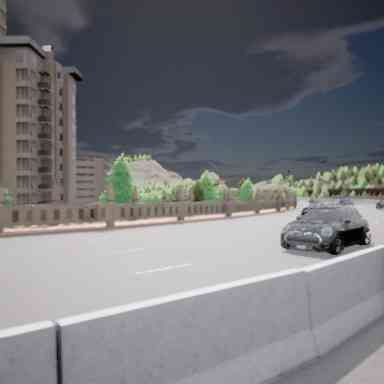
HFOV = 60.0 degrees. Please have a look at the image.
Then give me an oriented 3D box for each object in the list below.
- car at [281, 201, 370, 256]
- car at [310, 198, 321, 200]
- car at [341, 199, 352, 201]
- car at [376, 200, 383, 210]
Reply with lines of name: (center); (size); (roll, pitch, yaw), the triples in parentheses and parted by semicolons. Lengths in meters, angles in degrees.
car: (5.537, 1.411, 13.615); (4.553, 1.767, 2.097); (0, 0, -45)
car: (26.491, 1.922, 71.427); (1.812, 1.442, 4.674); (0, -1, 8)
car: (28.450, 1.953, 61.235); (2.033, 1.411, 5.357); (0, -1, 14)
car: (28.332, 1.853, 48.646); (1.994, 1.385, 4.181); (0, -1, 20)
